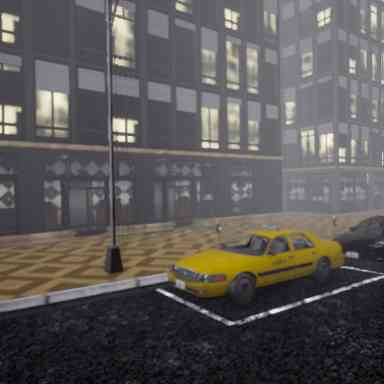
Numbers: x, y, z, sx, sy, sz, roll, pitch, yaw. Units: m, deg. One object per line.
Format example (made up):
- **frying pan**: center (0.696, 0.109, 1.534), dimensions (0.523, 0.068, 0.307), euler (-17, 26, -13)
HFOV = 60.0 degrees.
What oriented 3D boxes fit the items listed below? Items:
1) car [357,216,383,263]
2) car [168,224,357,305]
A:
- **car**: center (6.568, 1.491, 11.205), dimensions (4.313, 1.339, 1.947), euler (0, -1, -35)
- **car**: center (1.733, 1.488, 7.973), dimensions (4.829, 1.417, 1.752), euler (0, -1, -35)
